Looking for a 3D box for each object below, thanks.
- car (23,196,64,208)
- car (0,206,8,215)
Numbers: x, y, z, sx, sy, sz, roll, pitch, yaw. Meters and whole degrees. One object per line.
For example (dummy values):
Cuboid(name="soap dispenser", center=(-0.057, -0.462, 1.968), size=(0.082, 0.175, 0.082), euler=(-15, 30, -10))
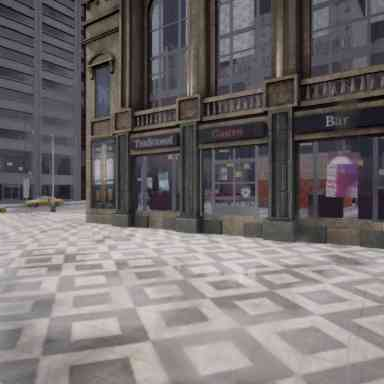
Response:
Cuboid(name="car", center=(-18.529, 1.146, 41.593), size=(1.752, 1.417, 4.829), euler=(1, 2, 36))
Cuboid(name="car", center=(-18.052, 1.343, 27.692), size=(1.752, 1.417, 4.829), euler=(1, 2, 36))
